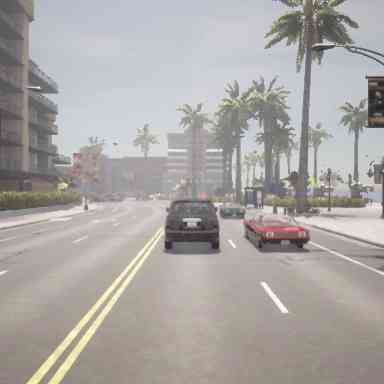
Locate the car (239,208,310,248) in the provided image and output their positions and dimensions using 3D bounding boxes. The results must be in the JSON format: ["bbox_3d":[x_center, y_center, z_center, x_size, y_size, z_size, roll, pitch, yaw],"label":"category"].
[{"bbox_3d":[3.500,1.616,14.680,1.895,1.301,4.718,0,0,0],"label":"car"}]

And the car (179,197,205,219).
[{"bbox_3d":[0.000,1.366,29.620,2.097,1.767,4.553,0,0,0],"label":"car"}]

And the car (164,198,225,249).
[{"bbox_3d":[0.000,1.258,14.680,2.150,2.045,5.566,0,0,0],"label":"car"}]

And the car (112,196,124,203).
[{"bbox_3d":[-16.234,1.550,71.677,1.994,1.385,4.181,0,0,-32],"label":"car"}]

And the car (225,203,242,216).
[{"bbox_3d":[3.500,1.616,29.680,1.895,1.301,4.718,0,0,0],"label":"car"}]

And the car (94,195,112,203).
[{"bbox_3d":[-18.924,1.354,69.440,2.097,1.767,4.553,0,0,-32],"label":"car"}]
